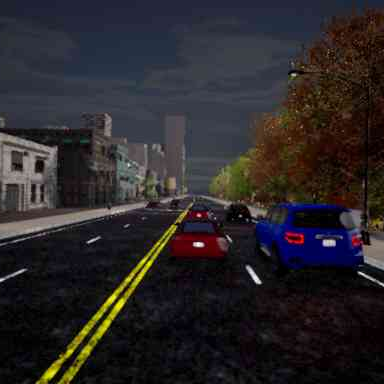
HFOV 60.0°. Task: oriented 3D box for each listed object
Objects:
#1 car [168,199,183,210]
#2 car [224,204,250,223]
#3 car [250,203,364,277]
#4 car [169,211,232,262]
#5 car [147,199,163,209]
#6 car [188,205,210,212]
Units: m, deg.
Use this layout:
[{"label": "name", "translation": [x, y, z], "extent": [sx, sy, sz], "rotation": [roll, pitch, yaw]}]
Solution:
[{"label": "car", "translation": [-2.366, 1.789, 49.180], "extent": [1.837, 1.490, 4.892], "rotation": [1, 0, 1]}, {"label": "car", "translation": [3.857, 1.746, 28.584], "extent": [1.882, 1.535, 5.008], "rotation": [1, 0, 2]}, {"label": "car", "translation": [3.477, 1.365, 10.931], "extent": [2.150, 2.045, 5.566], "rotation": [1, 0, 2]}, {"label": "car", "translation": [0.263, 1.655, 12.568], "extent": [1.994, 1.385, 4.181], "rotation": [1, 0, 2]}, {"label": "car", "translation": [-5.590, 1.795, 50.190], "extent": [1.994, 1.385, 4.181], "rotation": [1, 0, 1]}, {"label": "car", "translation": [0.583, 1.763, 27.706], "extent": [1.994, 1.385, 4.181], "rotation": [1, 0, 2]}]
